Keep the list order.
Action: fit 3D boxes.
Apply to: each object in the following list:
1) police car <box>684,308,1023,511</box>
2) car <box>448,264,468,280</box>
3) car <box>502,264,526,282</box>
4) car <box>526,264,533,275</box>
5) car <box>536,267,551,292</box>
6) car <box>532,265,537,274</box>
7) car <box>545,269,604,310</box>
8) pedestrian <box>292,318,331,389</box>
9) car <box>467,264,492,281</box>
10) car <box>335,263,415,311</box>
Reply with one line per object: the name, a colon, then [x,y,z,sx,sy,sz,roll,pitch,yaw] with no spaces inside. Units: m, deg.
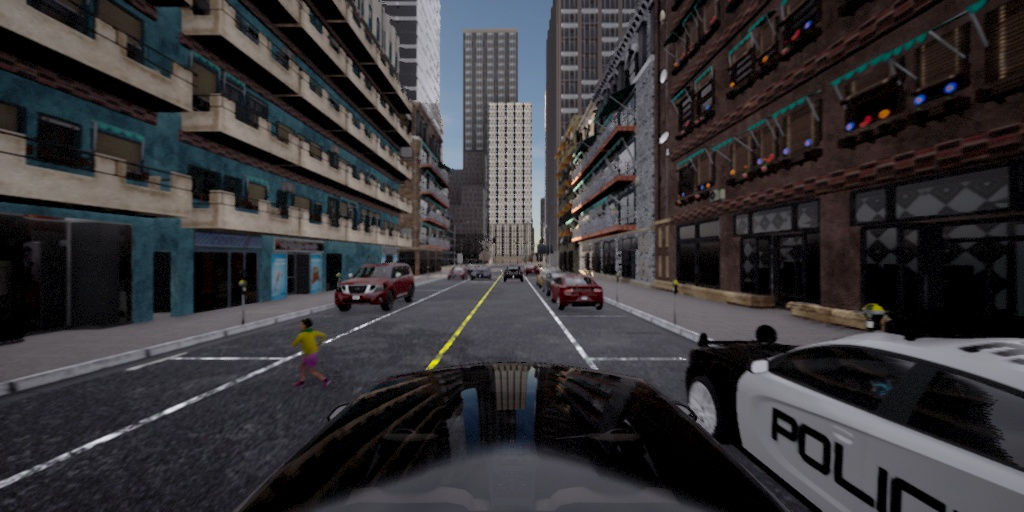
police car: [2.999,1.185,2.443,1.930,1.638,5.238,0,-1,0]
car: [-5.658,1.780,37.680,1.802,1.307,4.207,0,0,0]
car: [0.126,1.665,34.706,1.837,1.490,4.892,0,-1,0]
car: [2.735,1.883,48.704,1.888,1.381,4.507,0,0,0]
car: [2.707,1.541,21.089,2.007,1.370,4.403,0,0,0]
car: [2.713,1.585,26.781,1.751,1.417,4.829,0,0,0]
car: [2.701,1.467,15.566,1.888,1.381,4.507,0,0,0]
pedestrian: [-3.070,1.470,5.451,0.500,1.100,0.500,-1,0,0]
car: [-3.065,1.746,36.345,1.994,1.385,4.181,0,-1,0]
car: [-5.680,1.237,15.587,2.192,1.841,5.009,0,0,0]
